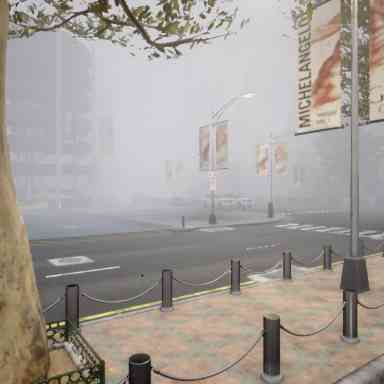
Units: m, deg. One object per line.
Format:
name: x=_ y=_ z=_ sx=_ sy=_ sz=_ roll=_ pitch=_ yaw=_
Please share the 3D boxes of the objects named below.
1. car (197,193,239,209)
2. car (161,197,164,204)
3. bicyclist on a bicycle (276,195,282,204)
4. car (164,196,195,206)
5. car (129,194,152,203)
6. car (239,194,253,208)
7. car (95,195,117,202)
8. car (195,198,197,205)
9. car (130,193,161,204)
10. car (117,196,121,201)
car: x=3.569 y=1.221 z=46.552 sx=2.150 sy=2.045 sz=5.566 roll=0 pitch=0 yaw=-35
car: x=-5.765 y=1.601 z=63.974 sx=4.718 sy=1.301 sz=1.895 roll=0 pitch=0 yaw=43
bicyclist on a bicycle: x=15.736 y=1.301 z=60.476 sx=1.656 sy=1.620 sz=0.582 roll=0 pitch=0 yaw=-36
car: x=-2.147 y=1.505 z=54.463 sx=1.837 sy=1.490 sz=4.892 roll=0 pitch=0 yaw=-37
car: x=-11.237 y=1.355 z=72.586 sx=4.553 sy=1.767 sz=2.097 roll=0 pitch=0 yaw=26
car: x=6.425 y=1.221 z=48.576 sx=2.150 sy=2.045 sz=5.566 roll=0 pitch=0 yaw=-35
car: x=-20.478 y=1.450 z=76.304 sx=4.892 sy=1.490 sz=1.837 roll=0 pitch=0 yaw=12
car: x=0.715 y=1.601 z=56.502 sx=1.895 sy=1.301 sz=4.718 roll=0 pitch=0 yaw=-37
car: x=-9.088 y=1.221 z=62.283 sx=5.566 sy=2.045 sz=2.150 roll=0 pitch=0 yaw=40
car: x=-19.513 y=1.418 z=79.668 sx=5.008 sy=1.535 sz=1.882 roll=0 pitch=0 yaw=12
